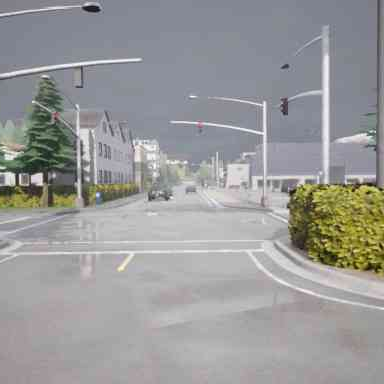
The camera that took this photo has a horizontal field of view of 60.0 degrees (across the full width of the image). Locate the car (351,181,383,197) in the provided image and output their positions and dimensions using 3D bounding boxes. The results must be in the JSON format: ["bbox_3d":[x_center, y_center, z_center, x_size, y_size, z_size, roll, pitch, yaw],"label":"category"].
[{"bbox_3d":[22.261,-0.457,42.067,1.932,1.855,4.605,-1,2,0],"label":"car"}]

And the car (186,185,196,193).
[{"bbox_3d":[-0.168,-0.562,58.667,2.128,1.511,4.902,-1,2,0],"label":"car"}]

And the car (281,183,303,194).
[{"bbox_3d":[15.270,-0.515,52.045,2.007,1.523,4.514,-1,2,0],"label":"car"}]

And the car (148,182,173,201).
[{"bbox_3d":[-3.720,-0.097,38.247,2.150,2.045,5.566,-1,2,0],"label":"car"}]

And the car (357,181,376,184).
[{"bbox_3d":[19.016,-0.173,34.187,1.905,1.878,3.866,-1,2,0],"label":"car"}]

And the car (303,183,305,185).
[{"bbox_3d":[18.895,-0.862,59.105,1.970,1.475,3.806,-1,2,0],"label":"car"}]

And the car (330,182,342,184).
[{"bbox_3d":[25.310,-1.026,59.457,2.152,1.636,5.027,-1,2,0],"label":"car"}]

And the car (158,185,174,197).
[{"bbox_3d":[-3.731,-0.160,48.408,1.837,1.490,4.892,-1,2,0],"label":"car"}]
